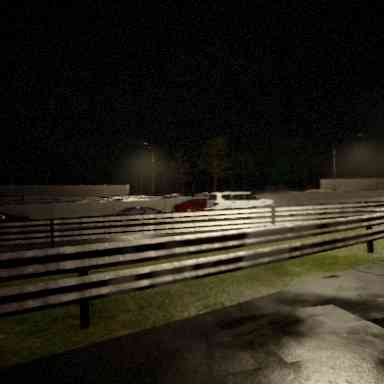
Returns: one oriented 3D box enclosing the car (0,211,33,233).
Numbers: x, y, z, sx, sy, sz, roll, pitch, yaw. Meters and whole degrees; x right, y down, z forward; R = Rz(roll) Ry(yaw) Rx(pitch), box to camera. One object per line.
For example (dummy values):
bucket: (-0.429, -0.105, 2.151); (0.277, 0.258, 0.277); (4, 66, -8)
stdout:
car: (-12.533, 1.855, 20.760); (4.892, 1.490, 1.837); (-2, 1, -17)

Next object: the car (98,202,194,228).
car: (-2.929, 1.597, 19.969); (5.357, 1.411, 2.033); (-2, 1, -17)

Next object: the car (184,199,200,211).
car: (0.821, 1.301, 28.389); (5.008, 1.535, 1.882); (-2, 1, -17)

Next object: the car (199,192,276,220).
car: (3.769, 0.982, 25.615); (5.566, 2.045, 2.150); (-2, 1, -17)
